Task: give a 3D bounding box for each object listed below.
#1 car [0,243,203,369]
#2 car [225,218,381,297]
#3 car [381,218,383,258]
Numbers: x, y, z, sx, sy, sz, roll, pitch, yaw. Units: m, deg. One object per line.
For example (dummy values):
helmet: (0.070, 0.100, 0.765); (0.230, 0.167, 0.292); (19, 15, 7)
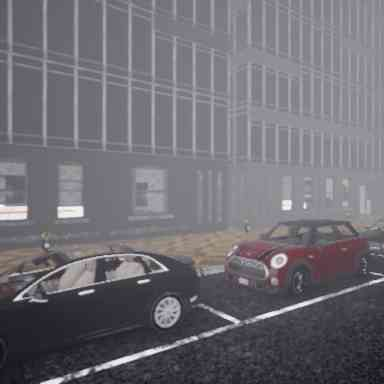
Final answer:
car: (-1.865, 1.554, 5.230); (4.403, 1.369, 2.008); (0, 0, -36)
car: (2.770, 1.457, 8.537); (4.097, 1.590, 1.967); (0, 0, -36)
car: (7.404, 1.581, 11.842); (4.403, 1.369, 2.008); (0, 0, -36)
